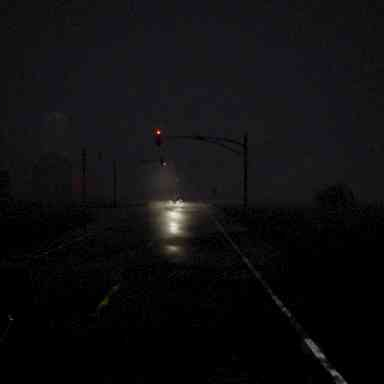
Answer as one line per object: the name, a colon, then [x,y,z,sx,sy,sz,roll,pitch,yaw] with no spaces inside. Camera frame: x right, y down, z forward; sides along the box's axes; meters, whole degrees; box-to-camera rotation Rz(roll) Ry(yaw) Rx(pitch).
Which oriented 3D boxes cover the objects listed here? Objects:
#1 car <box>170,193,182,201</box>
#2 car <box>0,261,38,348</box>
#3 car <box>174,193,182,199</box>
car: [-3.581,1.220,69.688,1.994,1.385,4.181,0,0,0]
car: [-3.603,1.533,3.455,2.033,1.411,5.357,0,0,0]
car: [-3.600,1.079,86.107,1.812,1.442,4.674,0,0,0]
